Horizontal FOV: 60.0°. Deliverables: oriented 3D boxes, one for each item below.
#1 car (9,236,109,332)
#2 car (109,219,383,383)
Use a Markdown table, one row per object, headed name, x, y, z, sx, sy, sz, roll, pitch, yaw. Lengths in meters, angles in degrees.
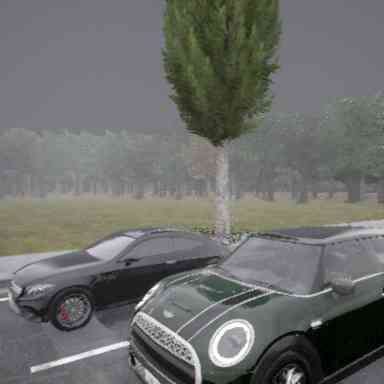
| name | x | y | z | sx | sy | sz | roll | pitch | yaw |
| --- | --- | --- | --- | --- | --- | --- | --- | --- | --- |
| car | -1.106 | 1.488 | 6.865 | 4.674 | 1.442 | 1.812 | 0 | 0 | -35 |
| car | 1.442 | 1.330 | 4.676 | 4.553 | 1.767 | 2.097 | 0 | 0 | -35 |
